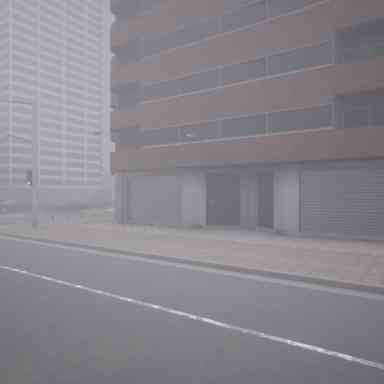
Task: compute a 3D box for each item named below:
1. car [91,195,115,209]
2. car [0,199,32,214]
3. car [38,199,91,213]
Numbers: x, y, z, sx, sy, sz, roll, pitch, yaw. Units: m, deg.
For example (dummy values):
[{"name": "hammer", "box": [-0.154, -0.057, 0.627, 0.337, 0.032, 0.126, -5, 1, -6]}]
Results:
[{"name": "car", "box": [-12.781, 1.505, 44.149, 1.837, 1.490, 4.892, 0, 0, 35]}, {"name": "car", "box": [-18.736, 1.477, 35.595, 1.882, 1.535, 5.008, 0, 0, 35]}, {"name": "car", "box": [-13.872, 1.601, 36.458, 1.895, 1.301, 4.718, 0, 0, 35]}]
